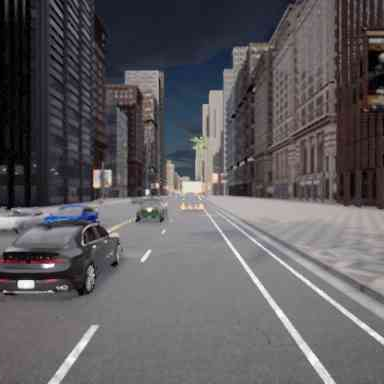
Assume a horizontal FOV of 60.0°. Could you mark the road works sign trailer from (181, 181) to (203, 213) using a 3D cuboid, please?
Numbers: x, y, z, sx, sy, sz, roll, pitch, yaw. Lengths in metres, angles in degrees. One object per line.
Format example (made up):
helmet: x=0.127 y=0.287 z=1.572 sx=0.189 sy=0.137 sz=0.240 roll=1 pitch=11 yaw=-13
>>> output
road works sign trailer: x=0.010 y=0.486 z=38.111 sx=2.380 sy=3.560 sz=2.880 roll=0 pitch=0 yaw=0

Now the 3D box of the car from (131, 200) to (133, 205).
car: x=-9.770 y=1.608 z=59.959 sx=1.994 sy=1.385 sz=4.181 roll=0 pitch=0 yaw=1

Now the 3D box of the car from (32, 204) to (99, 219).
car: x=-6.593 y=1.485 z=18.435 sx=1.882 sy=1.535 sz=5.008 roll=0 pitch=0 yaw=0

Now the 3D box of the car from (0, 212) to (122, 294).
car: x=-3.146 y=1.507 z=8.735 sx=1.837 sy=1.490 sz=4.892 roll=0 pitch=0 yaw=0

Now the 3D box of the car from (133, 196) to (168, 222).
car: x=-3.142 y=1.365 z=26.732 sx=2.097 sy=1.767 sz=4.553 roll=0 pitch=0 yaw=0

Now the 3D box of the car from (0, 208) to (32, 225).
car: x=-9.844 y=1.608 z=19.021 sx=1.895 sy=1.301 sz=4.718 roll=0 pitch=0 yaw=0

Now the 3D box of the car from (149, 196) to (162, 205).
car: x=-6.519 y=1.522 z=59.914 sx=1.882 sy=1.535 sz=5.008 roll=0 pitch=0 yaw=1
